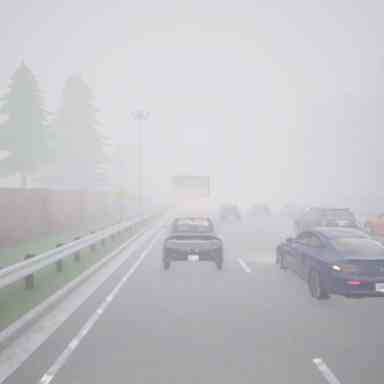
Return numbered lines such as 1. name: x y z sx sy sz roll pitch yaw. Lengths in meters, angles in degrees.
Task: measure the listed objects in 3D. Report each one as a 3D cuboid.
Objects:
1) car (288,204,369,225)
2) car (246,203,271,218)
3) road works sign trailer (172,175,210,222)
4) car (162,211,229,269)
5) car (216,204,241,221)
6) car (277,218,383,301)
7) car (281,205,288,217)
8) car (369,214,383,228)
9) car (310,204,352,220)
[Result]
1. car: 6.993 1.557 17.658 2.097 1.767 4.553 0 -1 0
2. car: 6.898 1.896 34.671 1.837 1.490 4.892 0 -1 0
3. road works sign trailer: -0.070 0.703 21.647 2.380 3.560 2.880 0 -1 0
4. car: 0.026 1.621 11.598 2.128 1.511 4.902 0 -1 0
5. car: 3.419 1.854 31.151 1.837 1.490 4.892 0 0 0
6. car: 3.543 1.625 8.481 1.812 1.442 4.674 0 -1 0
7. car: 10.399 1.912 33.761 1.812 1.442 4.674 0 -1 0
8. car: 10.501 1.549 16.456 2.097 1.767 4.553 0 -1 0
9. car: 13.906 1.938 33.643 2.033 1.411 5.357 0 -1 0
